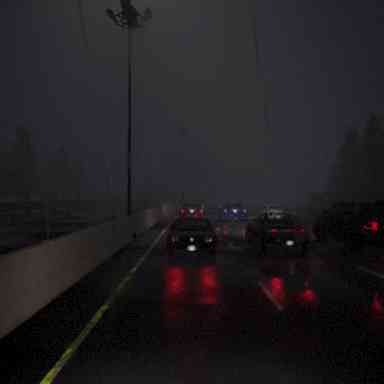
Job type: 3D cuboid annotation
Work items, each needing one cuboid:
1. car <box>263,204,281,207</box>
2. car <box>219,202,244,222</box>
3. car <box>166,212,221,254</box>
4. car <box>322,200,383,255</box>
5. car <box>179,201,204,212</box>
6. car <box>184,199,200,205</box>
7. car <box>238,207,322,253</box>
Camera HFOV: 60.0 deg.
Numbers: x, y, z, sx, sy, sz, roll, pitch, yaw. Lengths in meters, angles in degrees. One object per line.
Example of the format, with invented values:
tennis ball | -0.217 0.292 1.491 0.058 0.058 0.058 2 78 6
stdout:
car | 7.009 1.802 29.380 1.812 1.442 4.674 0 0 1
car | 3.500 1.624 29.083 2.097 1.767 4.553 0 -1 0
car | -0.002 1.734 14.105 1.895 1.301 4.718 0 0 0
car | 6.998 1.349 14.030 2.150 2.045 5.566 0 0 0
car | 0.000 1.624 29.081 2.097 1.767 4.553 0 -1 0
car | -0.019 2.299 75.063 1.895 1.301 4.718 0 -1 23
car | 3.502 1.628 14.305 2.128 1.511 4.902 0 0 0
